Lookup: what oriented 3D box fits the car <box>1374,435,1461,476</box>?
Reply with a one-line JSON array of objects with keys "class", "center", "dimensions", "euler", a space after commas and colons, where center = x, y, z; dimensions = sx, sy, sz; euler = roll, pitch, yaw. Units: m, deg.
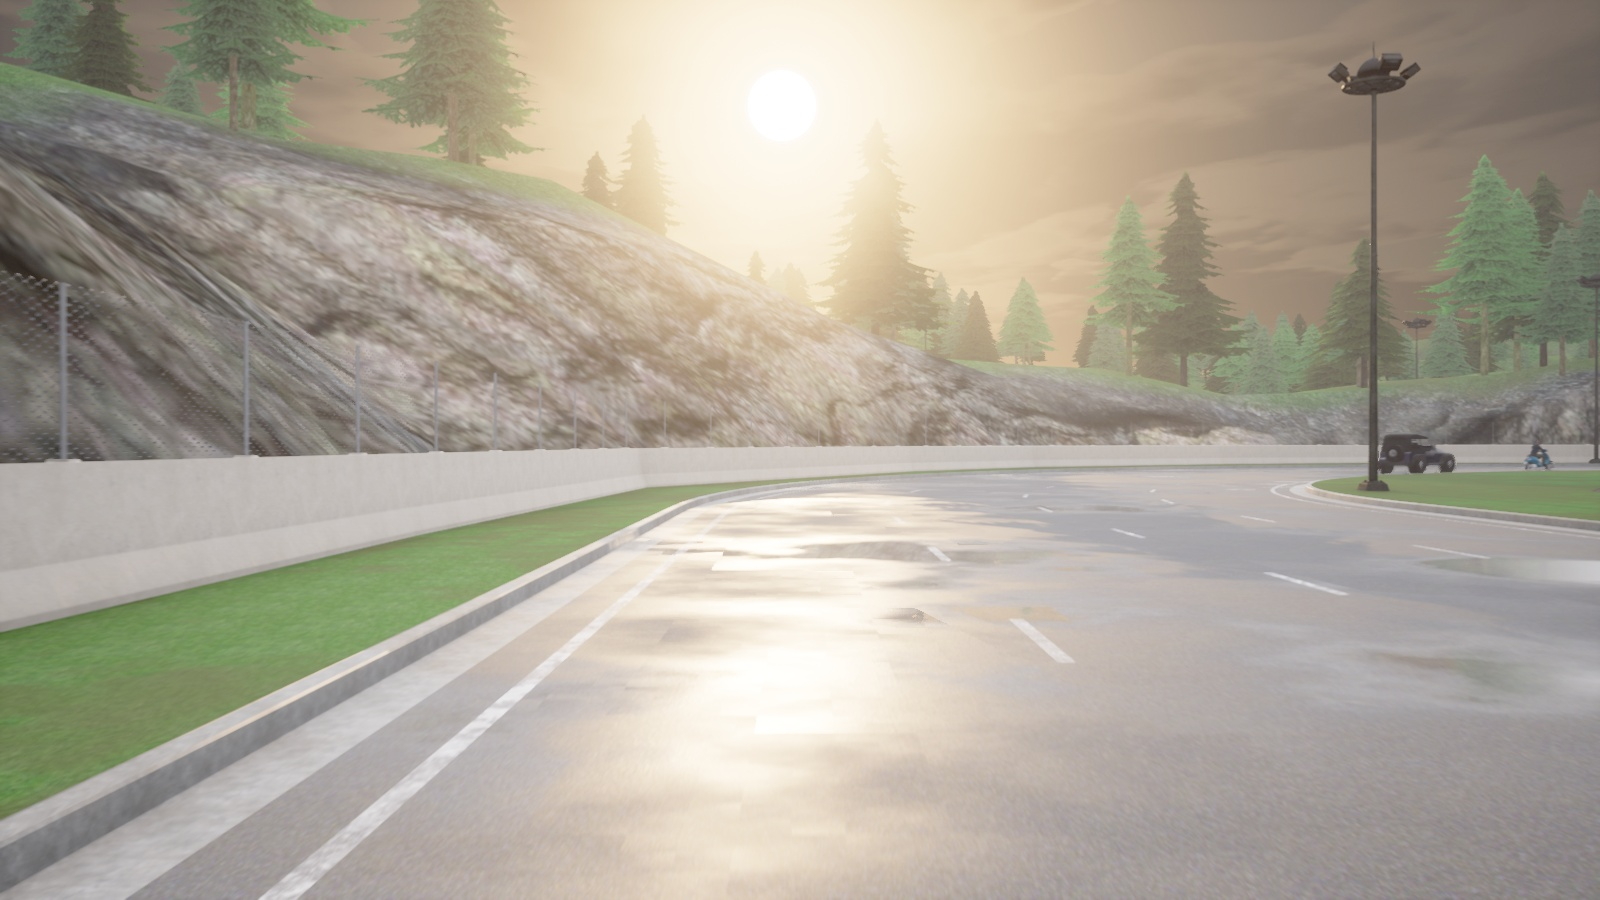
[{"class": "car", "center": [28.978, 0.234, 58.883], "dimensions": [3.866, 1.878, 1.905], "euler": [0, 0, -32]}]

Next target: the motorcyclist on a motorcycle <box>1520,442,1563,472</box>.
[{"class": "motorcyclist on a motorcycle", "center": [39.461, 0.355, 66.852], "dimensions": [1.817, 1.590, 0.866], "euler": [0, 2, -13]}]
